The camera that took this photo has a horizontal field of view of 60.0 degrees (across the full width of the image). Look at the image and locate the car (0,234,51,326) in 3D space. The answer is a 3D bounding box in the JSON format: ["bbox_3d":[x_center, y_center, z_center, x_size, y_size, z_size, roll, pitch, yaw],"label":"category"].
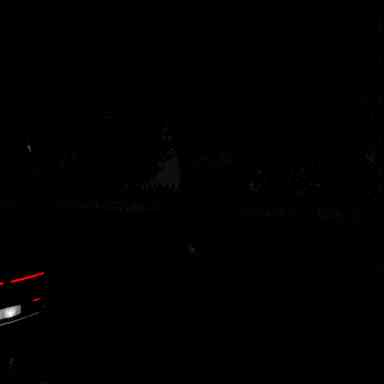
[{"bbox_3d":[-4.617,1.505,6.274,4.892,1.490,1.837,0,0,36],"label":"car"}]
